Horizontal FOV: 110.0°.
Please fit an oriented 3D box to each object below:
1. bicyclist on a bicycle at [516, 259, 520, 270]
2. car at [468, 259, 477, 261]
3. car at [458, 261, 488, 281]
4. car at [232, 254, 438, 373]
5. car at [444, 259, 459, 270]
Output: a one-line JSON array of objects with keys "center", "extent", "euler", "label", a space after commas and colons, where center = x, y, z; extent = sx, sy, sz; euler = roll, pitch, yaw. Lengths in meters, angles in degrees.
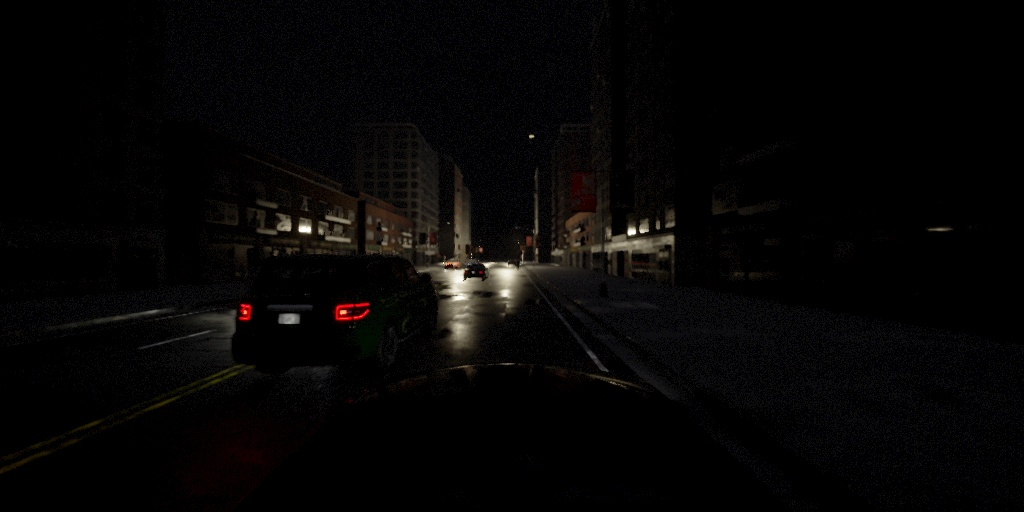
[{"center": [0.897, 1.369, 51.292], "extent": [0.582, 1.620, 1.656], "euler": [0, -1, 0], "label": "bicyclist on a bicycle"}, {"center": [-6.536, 1.293, 58.810], "extent": [2.097, 1.767, 4.553], "euler": [0, 0, 1], "label": "car"}, {"center": [-3.146, 1.397, 31.609], "extent": [2.033, 1.411, 5.357], "euler": [0, 0, 0], "label": "car"}, {"center": [-3.150, 0.991, 7.753], "extent": [2.150, 2.045, 5.566], "euler": [0, 0, 0], "label": "car"}, {"center": [-9.793, 1.293, 58.749], "extent": [2.097, 1.767, 4.553], "euler": [0, 0, 1], "label": "car"}]
